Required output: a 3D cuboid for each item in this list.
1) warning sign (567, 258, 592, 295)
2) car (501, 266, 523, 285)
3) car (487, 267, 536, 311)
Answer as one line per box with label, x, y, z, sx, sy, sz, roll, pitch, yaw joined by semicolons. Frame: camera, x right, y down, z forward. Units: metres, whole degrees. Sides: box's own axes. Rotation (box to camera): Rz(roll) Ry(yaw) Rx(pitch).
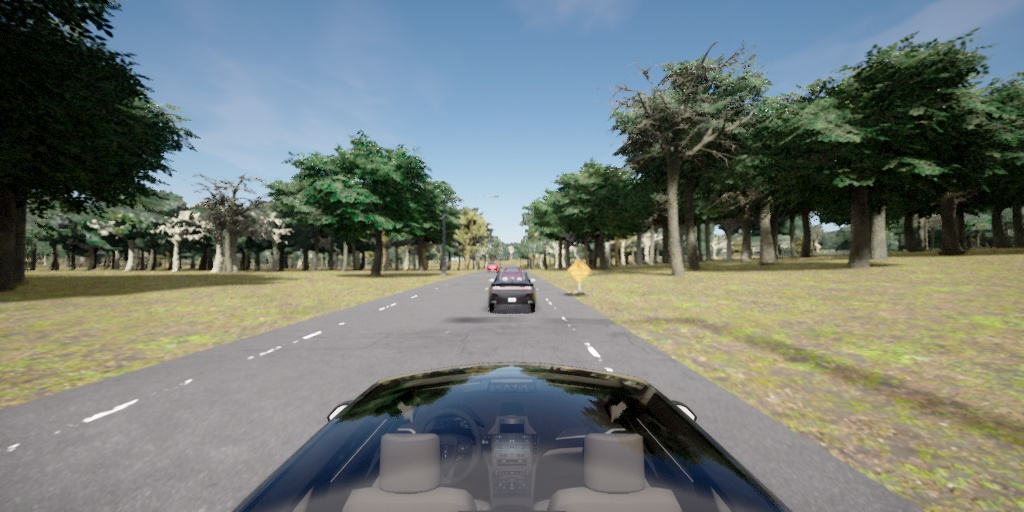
warning sign;3.551;1.053;18.826;1.300;1.860;1.060;0;0;0
car;0.024;1.620;30.759;1.812;1.442;4.674;0;-1;0
car;0.019;1.392;15.352;2.128;1.511;4.902;0;0;0
